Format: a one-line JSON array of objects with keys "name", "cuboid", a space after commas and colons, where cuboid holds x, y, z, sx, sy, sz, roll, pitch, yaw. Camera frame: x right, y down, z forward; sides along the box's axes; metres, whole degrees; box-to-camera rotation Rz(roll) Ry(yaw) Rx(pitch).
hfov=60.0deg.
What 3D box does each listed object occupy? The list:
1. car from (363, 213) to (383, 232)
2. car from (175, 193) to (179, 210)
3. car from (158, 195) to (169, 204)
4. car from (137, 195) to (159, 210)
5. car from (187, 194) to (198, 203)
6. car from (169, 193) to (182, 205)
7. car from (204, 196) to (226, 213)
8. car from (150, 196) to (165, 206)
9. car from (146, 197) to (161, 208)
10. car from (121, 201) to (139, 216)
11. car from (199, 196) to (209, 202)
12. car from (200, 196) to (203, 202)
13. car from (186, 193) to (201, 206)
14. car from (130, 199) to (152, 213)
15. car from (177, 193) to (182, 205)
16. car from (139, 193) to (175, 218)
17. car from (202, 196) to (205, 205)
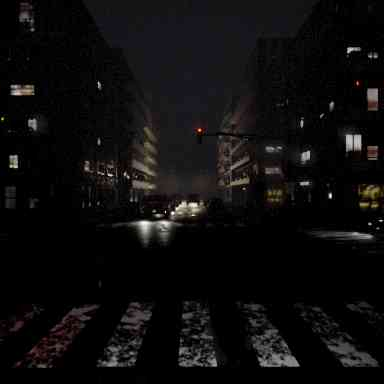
[{"name": "car", "cuboid": [10.647, 1.336, 16.058, 4.181, 1.385, 1.994, -1, 0, 4]}, {"name": "car", "cuboid": [-3.048, 1.361, 40.038, 2.097, 1.767, 4.553, 0, 0, 0]}, {"name": "car", "cuboid": [-5.610, 1.464, 66.250, 1.967, 1.590, 4.097, 0, 0, 0]}, {"name": "car", "cuboid": [-5.638, 1.326, 43.519, 2.192, 1.841, 5.009, 0, 0, 0]}, {"name": "car", "cuboid": [0.109, 1.382, 70.821, 2.097, 1.767, 4.553, 0, 0, 0]}, {"name": "car", "cuboid": [-2.968, 1.242, 60.497, 2.150, 2.045, 5.566, 0, 0, 1]}, {"name": "car", "cuboid": [2.736, 1.448, 37.829, 1.967, 1.590, 4.097, 0, 0, 0]}, {"name": "car", "cuboid": [-5.624, 1.457, 54.884, 1.967, 1.590, 4.097, 0, 0, 0]}, {"name": "car", "cuboid": [-5.631, 1.539, 49.032, 1.752, 1.417, 4.829, 0, 0, 0]}, {"name": "car", "cuboid": [-5.651, 1.572, 32.154, 1.947, 1.339, 4.313, 0, 0, 0]}, {"name": "car", "cuboid": [2.784, 1.584, 77.605, 2.008, 1.369, 4.403, 0, 0, 0]}, {"name": "car", "cuboid": [2.757, 1.598, 54.876, 1.802, 1.307, 4.206, 0, 0, 0]}, {"name": "car", "cuboid": [0.173, 1.240, 56.610, 2.150, 2.045, 5.566, 0, 0, 0]}, {"name": "car", "cuboid": [-5.645, 1.533, 37.667, 1.752, 1.417, 4.829, 0, 0, 0]}, {"name": "car", "cuboid": [-3.028, 1.366, 49.937, 2.097, 1.767, 4.553, 0, 0, 0]}, {"name": "car", "cuboid": [-3.081, 1.227, 30.126, 2.150, 2.045, 5.566, 0, 0, 1]}, {"name": "car", "cuboid": [2.743, 1.451, 43.511, 1.967, 1.590, 4.097, 0, 0, 0]}]
